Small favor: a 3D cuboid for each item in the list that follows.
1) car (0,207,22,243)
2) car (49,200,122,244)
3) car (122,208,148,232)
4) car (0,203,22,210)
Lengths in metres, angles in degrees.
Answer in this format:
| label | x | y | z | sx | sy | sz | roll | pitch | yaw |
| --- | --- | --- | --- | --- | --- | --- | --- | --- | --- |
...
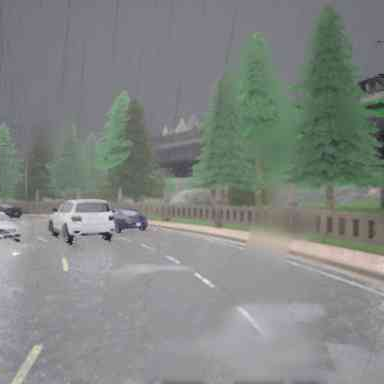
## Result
| label | x | y | z | sx | sy | sz | roll | pitch | yaw |
| --- | --- | --- | --- | --- | --- | --- | --- | --- | --- |
| car | -9.982 | 1.723 | 16.713 | 1.812 | 1.442 | 4.674 | 1 | -1 | -39 |
| car | -5.854 | 1.412 | 17.355 | 2.150 | 2.045 | 5.566 | 1 | -1 | -33 |
| car | -4.517 | 1.750 | 21.215 | 1.812 | 1.442 | 4.674 | 1 | -1 | -37 |
| car | -18.653 | 1.854 | 32.070 | 5.008 | 1.535 | 1.882 | 0 | -1 | 25 |
